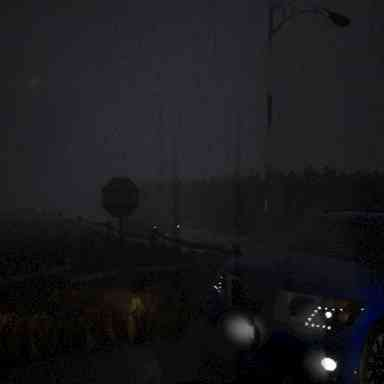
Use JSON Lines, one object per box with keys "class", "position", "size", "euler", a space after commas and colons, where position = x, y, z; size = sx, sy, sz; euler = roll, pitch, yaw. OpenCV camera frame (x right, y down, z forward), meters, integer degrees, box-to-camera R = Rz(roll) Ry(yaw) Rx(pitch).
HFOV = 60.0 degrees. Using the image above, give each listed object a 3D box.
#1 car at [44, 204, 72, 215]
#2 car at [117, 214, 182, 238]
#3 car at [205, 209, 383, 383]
{"class": "car", "position": [-14.604, 1.998, 36.164], "size": [1.895, 1.301, 4.718], "euler": [1, -1, -35]}
{"class": "car", "position": [-2.578, 1.946, 19.322], "size": [1.895, 1.301, 4.718], "euler": [1, -1, -36]}
{"class": "car", "position": [2.854, 1.322, 5.420], "size": [5.566, 2.045, 2.150], "euler": [3, -2, -36]}
